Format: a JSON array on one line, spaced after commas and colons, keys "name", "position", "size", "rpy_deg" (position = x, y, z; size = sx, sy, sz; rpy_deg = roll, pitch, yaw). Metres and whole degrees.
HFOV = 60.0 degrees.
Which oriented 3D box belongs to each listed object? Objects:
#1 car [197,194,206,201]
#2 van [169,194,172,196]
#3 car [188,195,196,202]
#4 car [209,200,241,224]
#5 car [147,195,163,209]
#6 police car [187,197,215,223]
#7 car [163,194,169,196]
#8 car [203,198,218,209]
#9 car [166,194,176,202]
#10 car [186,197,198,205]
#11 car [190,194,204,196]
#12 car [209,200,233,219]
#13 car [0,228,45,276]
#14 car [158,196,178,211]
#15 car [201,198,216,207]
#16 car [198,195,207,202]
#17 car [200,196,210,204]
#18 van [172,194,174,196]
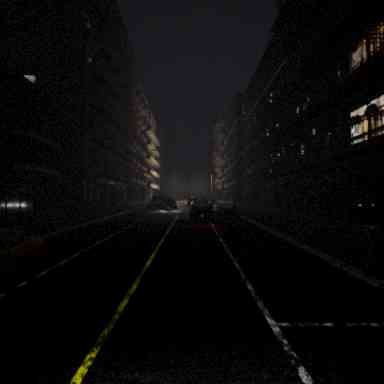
[{"name": "car", "position": [2.542, 1.520, 91.214], "size": [2.192, 1.841, 5.009], "rpy_deg": [1, 0, 0]}, {"name": "van", "position": [-5.300, 1.439, 63.619], "size": [1.690, 1.788, 3.998], "rpy_deg": [2, 0, 0]}, {"name": "car", "position": [-0.011, 1.549, 76.238], "size": [1.837, 1.490, 4.892], "rpy_deg": [0, 0, 0]}, {"name": "car", "position": [2.581, 1.558, 24.844], "size": [1.887, 1.381, 4.507], "rpy_deg": [1, 0, 0]}, {"name": "car", "position": [-5.302, 1.579, 46.858], "size": [1.752, 1.417, 4.829], "rpy_deg": [2, 0, 0]}, {"name": "police car", "position": [0.706, 1.440, 25.618], "size": [1.930, 1.638, 5.238], "rpy_deg": [0, 0, 0]}, {"name": "car", "position": [-5.297, 1.382, 52.560], "size": [2.192, 1.841, 5.009], "rpy_deg": [2, 0, 0]}, {"name": "car", "position": [2.578, 1.599, 46.966], "size": [1.887, 1.381, 4.507], "rpy_deg": [1, 0, 0]}, {"name": "car", "position": [-5.303, 1.497, 85.741], "size": [2.192, 1.841, 5.009], "rpy_deg": [1, 0, 0]}, {"name": "car", "position": [-0.009, 1.638, 61.231], "size": [2.033, 1.411, 5.357], "rpy_deg": [0, 0, 0]}, {"name": "car", "position": [0.818, 1.393, 41.486], "size": [2.097, 1.767, 4.553], "rpy_deg": [0, 0, 0]}, {"name": "car", "position": [2.581, 1.546, 30.546], "size": [1.752, 1.417, 4.829], "rpy_deg": [1, 0, 0]}, {"name": "car", "position": [-5.294, 1.526, 8.151], "size": [1.752, 1.417, 4.829], "rpy_deg": [2, 0, 0]}, {"name": "car", "position": [-2.847, 1.569, 42.323], "size": [1.812, 1.442, 4.674], "rpy_deg": [0, 0, 0]}, {"name": "car", "position": [2.576, 1.618, 52.498], "size": [2.008, 1.369, 4.403], "rpy_deg": [1, 0, 0]}, {"name": "car", "position": [2.582, 1.599, 80.152], "size": [1.967, 1.590, 4.097], "rpy_deg": [1, 0, 0]}, {"name": "car", "position": [2.574, 1.661, 69.090], "size": [1.887, 1.381, 4.507], "rpy_deg": [1, 0, 0]}, {"name": "van", "position": [-5.301, 1.458, 69.151], "size": [1.690, 1.788, 3.998], "rpy_deg": [1, 0, 0]}]
